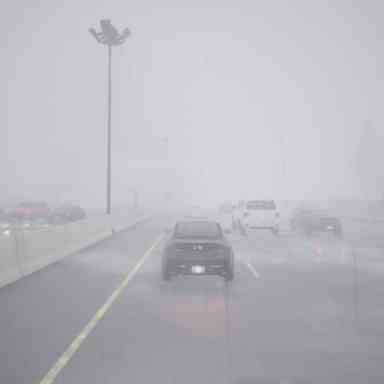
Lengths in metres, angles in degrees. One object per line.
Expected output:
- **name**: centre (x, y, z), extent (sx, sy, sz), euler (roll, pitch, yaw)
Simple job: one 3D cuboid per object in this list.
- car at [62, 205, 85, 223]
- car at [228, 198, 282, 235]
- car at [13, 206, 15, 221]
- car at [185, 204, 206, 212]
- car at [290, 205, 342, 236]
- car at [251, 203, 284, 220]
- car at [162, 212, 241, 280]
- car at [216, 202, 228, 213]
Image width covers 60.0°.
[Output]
- **car**: centre (-10.312, 1.734, 27.791), extent (1.812, 1.442, 4.674), euler (0, -1, 1)
- **car**: centre (3.743, 1.410, 20.233), extent (2.150, 2.045, 5.566), euler (0, -1, 0)
- **car**: centre (-13.803, 1.549, 28.331), extent (2.097, 1.767, 4.553), euler (0, 0, 1)
- **car**: centre (0.325, 1.821, 31.194), extent (1.812, 1.442, 4.674), euler (0, -1, 0)
- **car**: centre (7.234, 1.725, 19.723), extent (1.812, 1.442, 4.674), euler (0, -1, 1)
- **car**: centre (7.337, 1.893, 32.748), extent (2.033, 1.411, 5.357), euler (0, -1, 0)
- **car**: centre (0.166, 1.571, 10.142), extent (1.837, 1.490, 4.892), euler (0, -1, 0)
- **car**: centre (3.879, 1.887, 38.551), extent (2.128, 1.511, 4.902), euler (0, -1, 0)
